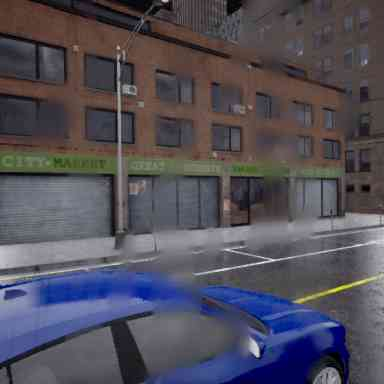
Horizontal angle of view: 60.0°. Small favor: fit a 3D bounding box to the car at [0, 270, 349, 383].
[{"bbox_3d":[-0.613,1.478,2.880,5.008,1.535,1.882,1,-1,-36],"label":"car"}]
